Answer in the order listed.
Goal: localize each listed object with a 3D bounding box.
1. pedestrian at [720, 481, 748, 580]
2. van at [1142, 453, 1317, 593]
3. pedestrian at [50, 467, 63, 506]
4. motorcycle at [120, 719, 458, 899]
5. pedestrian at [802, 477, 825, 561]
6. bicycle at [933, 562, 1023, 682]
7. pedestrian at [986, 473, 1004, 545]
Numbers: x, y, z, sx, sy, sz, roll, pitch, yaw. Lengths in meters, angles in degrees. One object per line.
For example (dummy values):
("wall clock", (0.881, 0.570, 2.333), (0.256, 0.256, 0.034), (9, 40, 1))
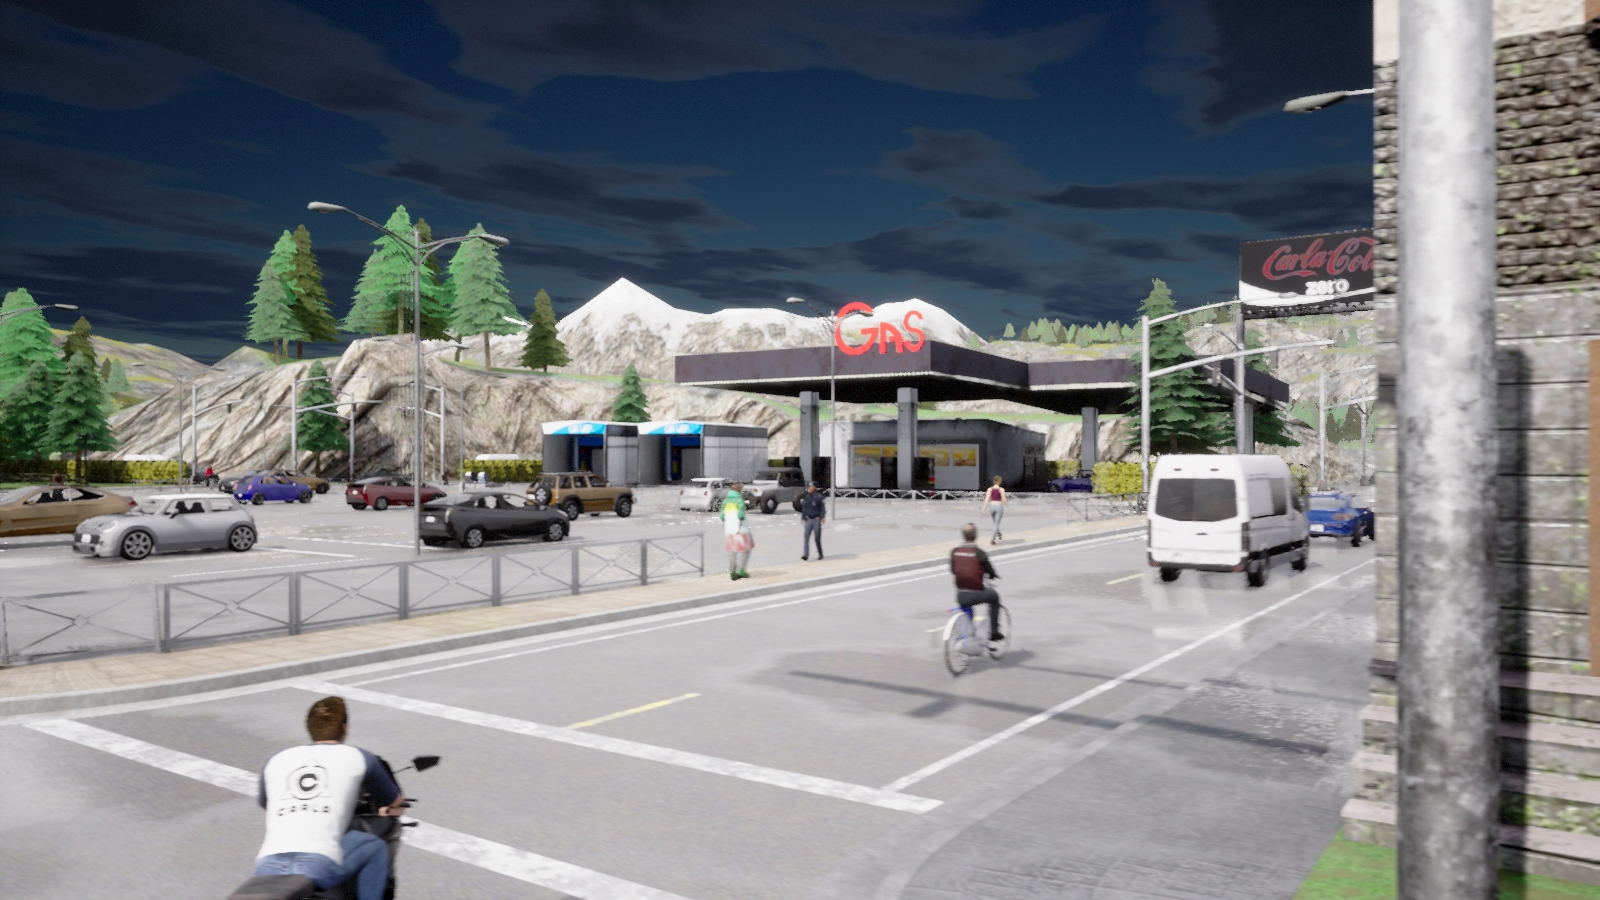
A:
("pedestrian", (-1.272, 1.529, 21.940), (0.375, 1.860, 0.375), (0, 0, 38))
("van", (9.174, 1.356, 24.025), (1.988, 2.561, 5.915), (0, 0, 36))
("pedestrian", (-35.727, 1.769, 54.918), (0.375, 1.860, 0.375), (0, 0, 28))
("motorcycle", (-2.168, 2.056, 5.199), (0.803, 1.145, 2.033), (-1, 0, -6))
("pedestrian", (0.294, 1.532, 25.495), (0.375, 1.860, 0.375), (0, 0, 28))
("bicycle", (2.170, 2.029, 13.762), (0.329, 1.171, 1.835), (0, 0, 33))
("pedestrian", (5.110, 1.530, 29.911), (0.375, 1.860, 0.375), (0, 0, 28))
